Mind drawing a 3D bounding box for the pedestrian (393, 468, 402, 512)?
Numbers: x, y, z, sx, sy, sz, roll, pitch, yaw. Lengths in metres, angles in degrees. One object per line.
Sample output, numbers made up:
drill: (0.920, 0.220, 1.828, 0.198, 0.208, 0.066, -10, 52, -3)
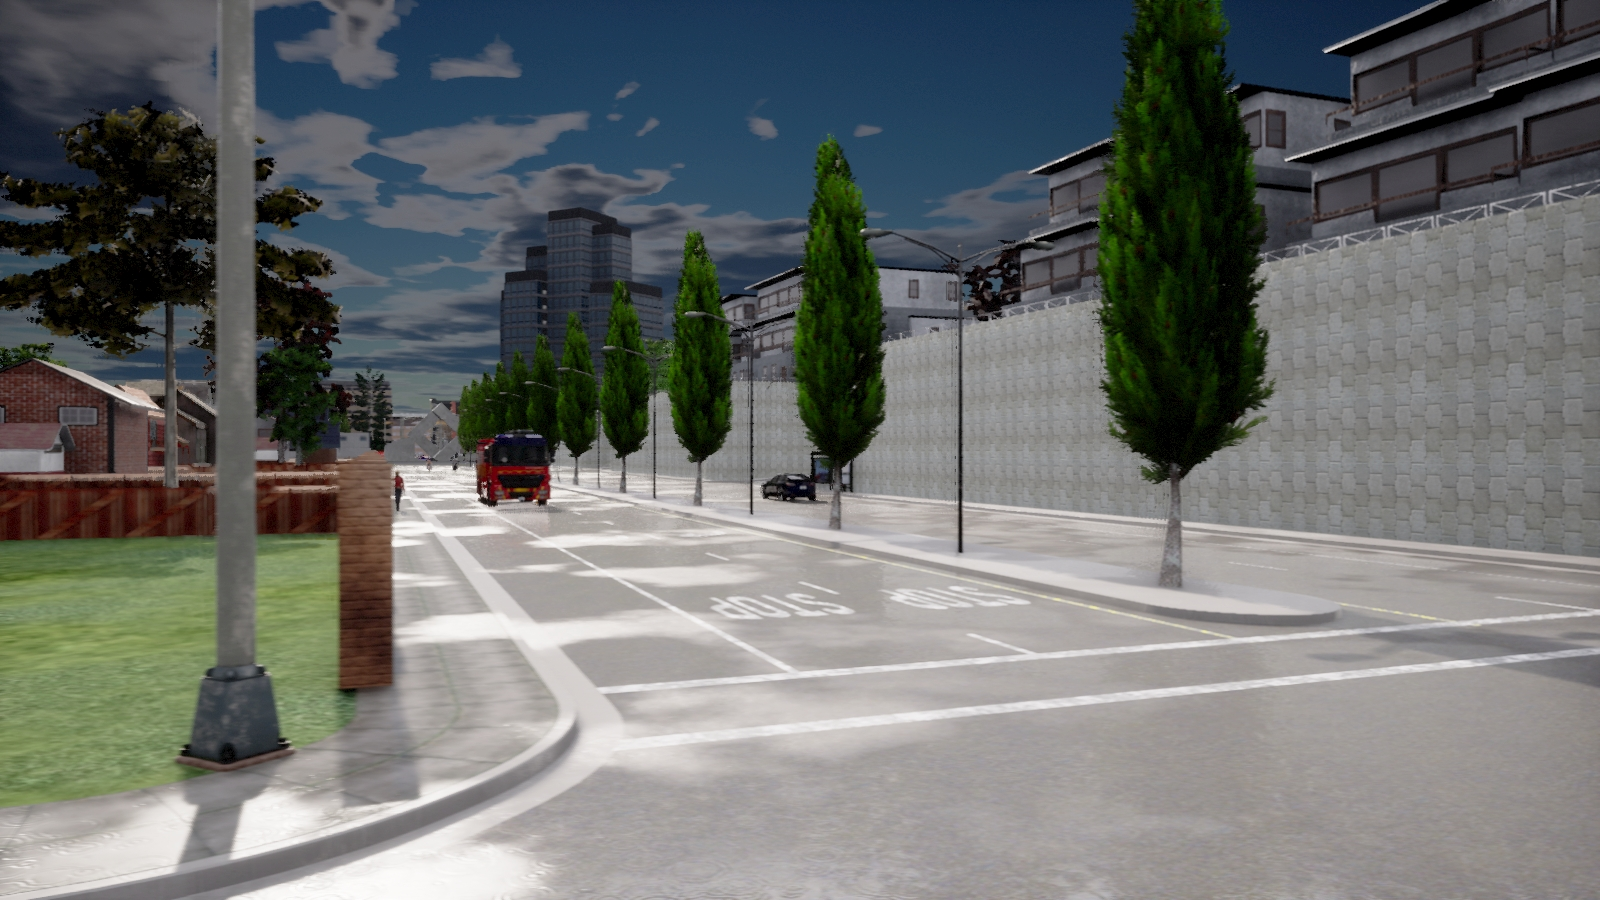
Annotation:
pedestrian: (-17.224, 1.696, 48.892, 0.375, 1.860, 0.375, 0, 0, -21)

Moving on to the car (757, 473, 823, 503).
car: (-0.637, 2.062, 63.612, 2.163, 1.488, 4.792, 0, 0, -21)

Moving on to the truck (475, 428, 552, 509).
truck: (-14.876, 0.890, 58.831, 2.891, 3.827, 8.468, 0, 0, -21)
